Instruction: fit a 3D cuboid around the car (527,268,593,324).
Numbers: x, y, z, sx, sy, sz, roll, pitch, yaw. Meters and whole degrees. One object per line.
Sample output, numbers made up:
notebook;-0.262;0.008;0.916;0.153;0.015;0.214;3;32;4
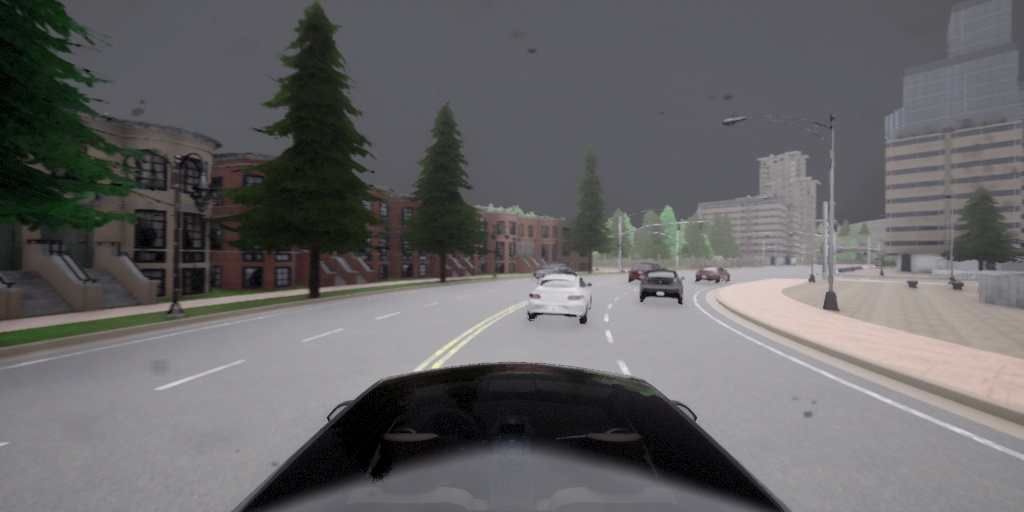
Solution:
car;1.739;1.332;12.370;1.812;1.442;4.674;1;0;14

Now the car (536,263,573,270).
car;3.806;1.388;32.305;2.128;1.511;4.902;1;0;38

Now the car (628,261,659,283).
car;11.621;1.342;30.216;2.097;1.767;4.553;1;0;41

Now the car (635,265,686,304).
car;7.373;1.400;17.683;1.837;1.490;4.892;0;0;24

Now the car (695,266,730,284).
car;17.629;1.597;31.482;4.674;1.442;1.812;1;0;-45
